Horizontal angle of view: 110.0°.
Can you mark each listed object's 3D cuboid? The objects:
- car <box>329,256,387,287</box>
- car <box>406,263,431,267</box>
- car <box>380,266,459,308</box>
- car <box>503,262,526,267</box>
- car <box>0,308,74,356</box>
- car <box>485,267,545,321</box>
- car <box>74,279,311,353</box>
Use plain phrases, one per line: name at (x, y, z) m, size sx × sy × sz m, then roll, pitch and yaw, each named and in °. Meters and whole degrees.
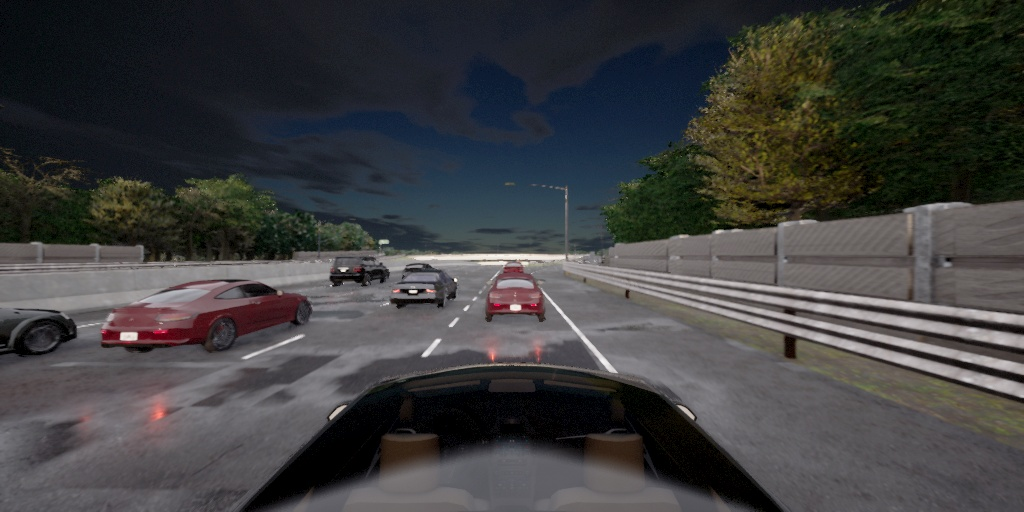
car at (-10.396, 0.992, 24.762) m, size 2.150 × 2.045 × 5.566 m, roll 0°, pitch 0°, yaw 0°
car at (-6.895, 1.278, 27.011) m, size 1.837 × 1.490 × 4.892 m, roll 0°, pitch 0°, yaw 0°
car at (-3.497, 1.310, 15.181) m, size 2.033 × 1.411 × 5.357 m, roll 0°, pitch 0°, yaw 0°
car at (0.221, 1.253, 32.804) m, size 1.882 × 1.535 × 5.008 m, roll 0°, pitch 0°, yaw 2°
car at (-10.400, 1.318, 5.954) m, size 1.994 × 1.385 × 4.181 m, roll 0°, pitch 0°, yaw 0°
car at (0.102, 1.285, 12.382) m, size 1.812 × 1.442 × 4.674 m, roll 0°, pitch 0°, yaw 0°
car at (-6.898, 1.282, 8.759) m, size 1.812 × 1.442 × 4.674 m, roll 0°, pitch 0°, yaw 0°
